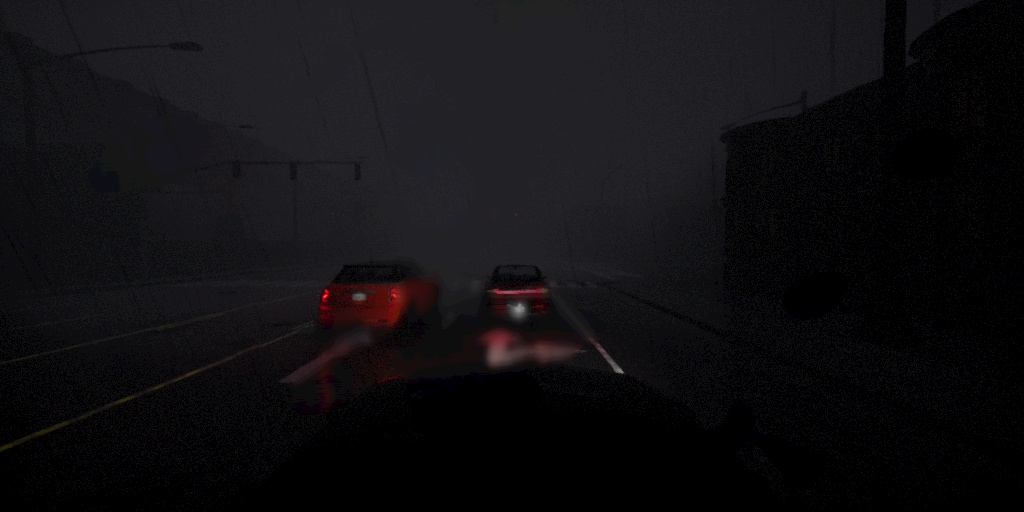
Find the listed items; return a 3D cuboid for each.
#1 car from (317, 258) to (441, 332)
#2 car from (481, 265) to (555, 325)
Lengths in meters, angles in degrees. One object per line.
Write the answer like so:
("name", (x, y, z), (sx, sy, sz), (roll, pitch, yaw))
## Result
("car", (-3.396, 0.875, 10.097), (2.097, 1.767, 4.553), (0, 2, 0))
("car", (0.113, 0.996, 10.713), (2.128, 1.511, 4.902), (0, 1, -1))
